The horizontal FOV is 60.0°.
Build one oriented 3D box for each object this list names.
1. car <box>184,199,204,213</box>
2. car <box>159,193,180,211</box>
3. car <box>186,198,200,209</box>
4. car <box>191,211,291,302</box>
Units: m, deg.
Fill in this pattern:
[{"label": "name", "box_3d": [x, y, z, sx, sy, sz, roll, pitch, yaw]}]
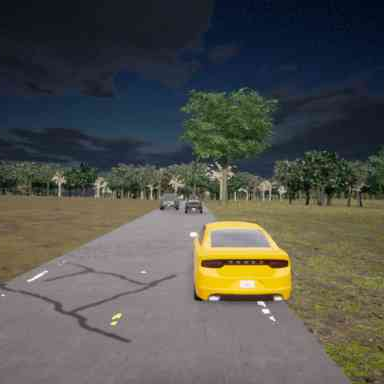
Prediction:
[{"label": "car", "box_3d": [0.179, 1.475, 35.861, 1.837, 1.490, 4.892, 0, 0, 0]}, {"label": "car", "box_3d": [-2.631, 1.196, 40.039, 2.150, 2.045, 5.566, 0, 0, 0]}, {"label": "car", "box_3d": [0.175, 1.591, 46.242, 1.895, 1.301, 4.718, 0, 0, 1]}, {"label": "car", "box_3d": [0.985, 1.476, 8.364, 1.882, 1.535, 5.008, 0, 0, 0]}]
